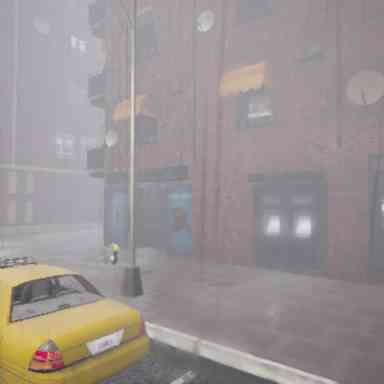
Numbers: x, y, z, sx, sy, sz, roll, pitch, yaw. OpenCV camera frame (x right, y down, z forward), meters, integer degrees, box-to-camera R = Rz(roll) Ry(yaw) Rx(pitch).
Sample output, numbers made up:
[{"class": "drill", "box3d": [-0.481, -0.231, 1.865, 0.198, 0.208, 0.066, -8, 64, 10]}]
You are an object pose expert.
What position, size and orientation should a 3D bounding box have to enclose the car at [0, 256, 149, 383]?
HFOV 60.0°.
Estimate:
[{"class": "car", "box3d": [-2.798, 1.666, 5.104, 4.829, 1.417, 1.752, -1, -3, 37]}]
